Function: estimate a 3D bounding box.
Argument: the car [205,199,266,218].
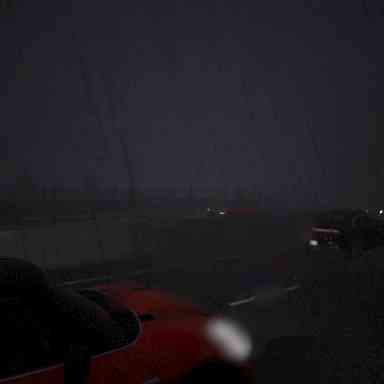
[{"bbox_3d":[3.077,1.274,23.374,4.553,1.767,2.097,0,0,-35],"label":"car"}]

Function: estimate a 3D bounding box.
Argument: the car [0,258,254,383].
[{"bbox_3d":[-1.633,1.351,2.580,4.553,1.767,2.097,0,0,-36],"label":"car"}]

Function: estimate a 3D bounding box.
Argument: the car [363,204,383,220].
[{"bbox_3d":[24.304,2.635,42.725,4.553,1.767,2.097,7,-4,-35],"label":"car"}]

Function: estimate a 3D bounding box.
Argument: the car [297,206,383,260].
[{"bbox_3d":[5.958,1.434,12.292,4.902,1.511,2.128,0,0,-35],"label":"car"}]
